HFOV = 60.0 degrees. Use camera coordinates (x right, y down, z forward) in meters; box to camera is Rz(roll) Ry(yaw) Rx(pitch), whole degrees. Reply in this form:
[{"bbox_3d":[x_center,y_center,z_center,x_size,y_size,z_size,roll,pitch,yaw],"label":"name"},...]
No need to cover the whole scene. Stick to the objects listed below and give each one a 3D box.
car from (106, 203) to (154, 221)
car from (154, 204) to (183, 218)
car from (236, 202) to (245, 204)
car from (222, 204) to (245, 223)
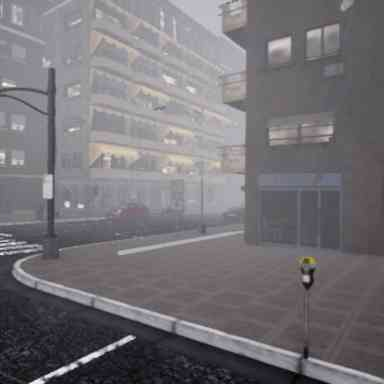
[{"bbox_3d":[-5.777,1.680,29.968,1.967,1.590,4.097,0,-1,35],"label":"car"},{"bbox_3d":[-2.540,1.921,34.625,1.802,1.307,4.206,0,-1,35],"label":"car"},{"bbox_3d":[7.173,2.183,48.604,1.887,1.381,4.507,0,-1,35],"label":"car"},{"bbox_3d":[4.285,2.007,29.879,1.947,1.339,4.313,0,-1,35],"label":"car"}]
